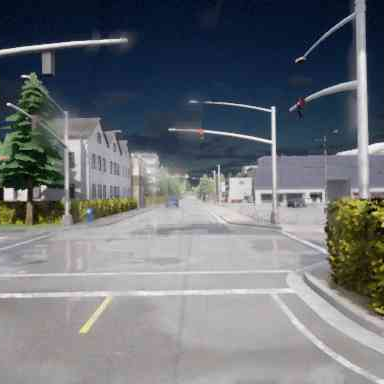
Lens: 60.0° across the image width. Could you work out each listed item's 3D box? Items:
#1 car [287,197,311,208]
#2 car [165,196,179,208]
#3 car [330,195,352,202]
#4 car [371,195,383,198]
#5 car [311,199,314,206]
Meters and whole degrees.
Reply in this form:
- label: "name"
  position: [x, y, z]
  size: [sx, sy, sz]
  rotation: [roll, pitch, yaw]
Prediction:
- label: "car"
  position: [15.416, 1.629, 49.172]
  size: [2.007, 1.523, 4.514]
  rotation: [-1, -1, 0]
- label: "car"
  position: [-3.516, 1.756, 59.541]
  size: [2.150, 2.045, 5.566]
  rotation: [-1, -1, 0]
- label: "car"
  position: [25.474, 1.398, 56.572]
  size: [2.152, 1.636, 5.027]
  rotation: [-1, -1, 0]
- label: "car"
  position: [19.112, 1.183, 31.306]
  size: [1.905, 1.878, 3.866]
  rotation: [-1, -1, 0]
- label: "car"
  position: [19.059, 1.573, 56.231]
  size: [1.970, 1.475, 3.806]
  rotation: [-1, -1, 0]
